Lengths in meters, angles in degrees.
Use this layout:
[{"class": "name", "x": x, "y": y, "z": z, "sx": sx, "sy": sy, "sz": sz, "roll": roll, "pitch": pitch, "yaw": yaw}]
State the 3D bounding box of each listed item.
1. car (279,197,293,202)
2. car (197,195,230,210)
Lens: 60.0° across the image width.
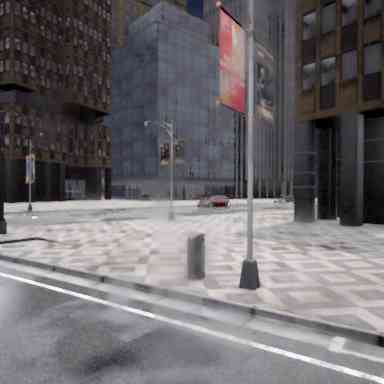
[{"class": "car", "x": 14.829, "y": 1.136, "z": 53.195, "sx": 4.902, "sy": 1.511, "sz": 2.128, "roll": 0, "pitch": 0, "yaw": -41}, {"class": "car", "x": 2.804, "y": 1.285, "z": 42.759, "sx": 4.553, "sy": 1.767, "sz": 2.097, "roll": 0, "pitch": 0, "yaw": -41}]
